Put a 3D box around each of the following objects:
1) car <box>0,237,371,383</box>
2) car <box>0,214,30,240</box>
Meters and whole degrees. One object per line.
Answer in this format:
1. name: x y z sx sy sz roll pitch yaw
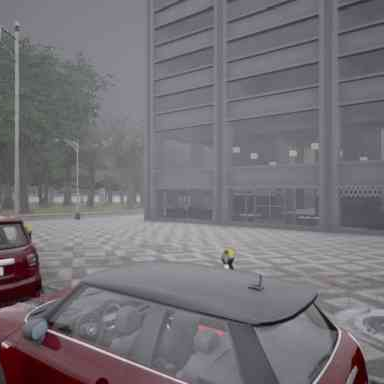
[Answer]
1. car: -0.532 1.443 3.337 4.097 1.590 1.967 0 0 35
2. car: -4.966 1.325 6.486 5.009 1.841 2.192 0 0 35
